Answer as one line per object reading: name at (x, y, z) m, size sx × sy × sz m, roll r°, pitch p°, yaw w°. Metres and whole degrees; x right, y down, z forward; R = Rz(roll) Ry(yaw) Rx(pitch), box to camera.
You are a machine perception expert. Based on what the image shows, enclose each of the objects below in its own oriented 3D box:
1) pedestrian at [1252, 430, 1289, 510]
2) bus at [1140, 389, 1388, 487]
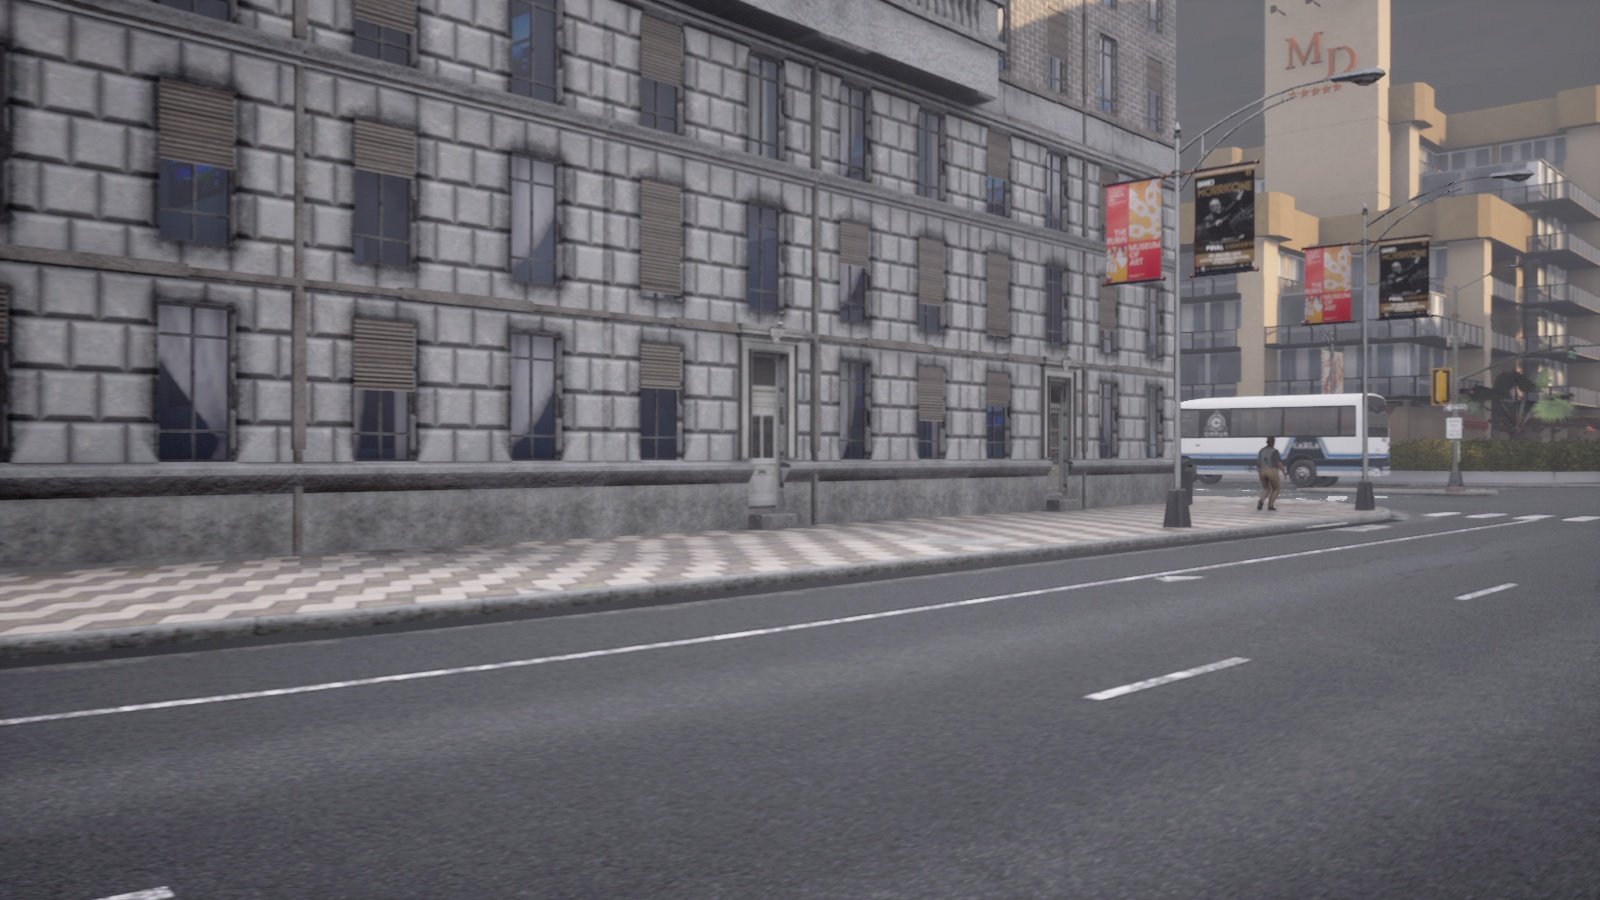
pedestrian at (10.967, 0.466, 29.279) m, size 0.694 × 1.848 × 0.540 m, roll 0°, pitch 0°, yaw -40°
bus at (21.742, -0.500, 59.393) m, size 10.273 × 4.253 × 3.944 m, roll 0°, pitch 0°, yaw 43°
